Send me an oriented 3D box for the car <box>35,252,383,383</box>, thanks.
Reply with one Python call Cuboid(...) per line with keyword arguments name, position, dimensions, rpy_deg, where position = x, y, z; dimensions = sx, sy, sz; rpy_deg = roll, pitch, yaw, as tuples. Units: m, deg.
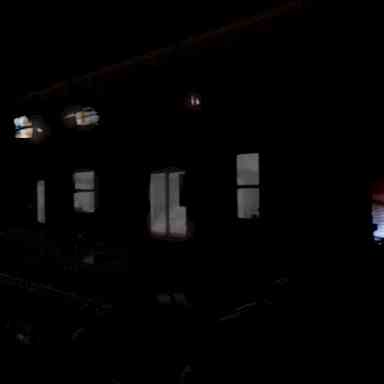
Cuboid(name="car", position=(1.179, 1.315, 1.895), dimensions=(5.009, 1.841, 2.192), rpy_deg=(0, -1, 36))
